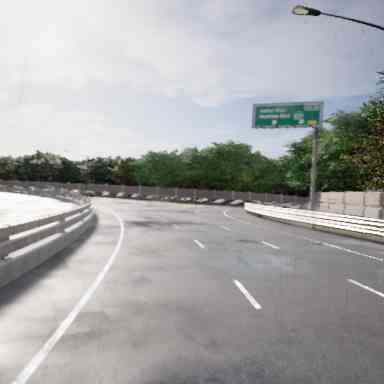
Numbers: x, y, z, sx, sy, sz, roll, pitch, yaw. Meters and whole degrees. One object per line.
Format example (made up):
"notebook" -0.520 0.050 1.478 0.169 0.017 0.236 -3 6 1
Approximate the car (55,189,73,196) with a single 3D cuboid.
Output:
"car" -31.303 0.109 81.255 4.181 1.385 1.994 3 0 38

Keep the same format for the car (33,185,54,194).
"car" -38.982 -0.634 87.253 5.566 2.045 2.150 3 0 33

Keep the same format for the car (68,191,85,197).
"car" -25.384 0.449 70.825 1.895 1.301 4.718 4 0 -44

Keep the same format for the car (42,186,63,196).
"car" -32.812 -0.322 77.964 5.566 2.045 2.150 3 0 41

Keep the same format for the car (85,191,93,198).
"car" -23.912 0.454 74.336 4.892 1.490 1.837 3 0 44

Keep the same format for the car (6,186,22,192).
"car" -43.649 -0.774 81.983 5.357 1.411 2.033 3 0 33

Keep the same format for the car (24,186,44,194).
"car" -35.544 -0.172 75.692 5.357 1.411 2.033 3 0 41

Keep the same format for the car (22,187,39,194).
"car" -40.997 -0.431 84.381 4.181 1.385 1.994 3 0 33

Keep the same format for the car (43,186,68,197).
"car" -28.277 0.034 68.807 2.097 1.767 4.553 4 0 -44
